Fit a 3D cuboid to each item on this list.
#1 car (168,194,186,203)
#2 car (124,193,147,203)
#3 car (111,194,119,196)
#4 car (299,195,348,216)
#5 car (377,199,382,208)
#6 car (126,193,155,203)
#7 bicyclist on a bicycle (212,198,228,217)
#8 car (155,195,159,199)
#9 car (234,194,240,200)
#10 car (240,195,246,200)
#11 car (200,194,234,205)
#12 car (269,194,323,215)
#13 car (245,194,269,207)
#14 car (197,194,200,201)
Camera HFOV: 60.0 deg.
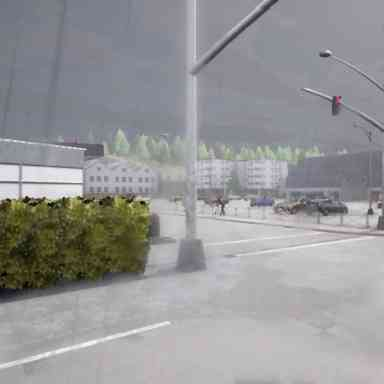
[{"bbox_3d":[-2.425,1.097,65.434,4.605,1.855,1.932,0,0,-35],"label":"car"},{"bbox_3d":[-10.758,1.077,63.628,3.866,1.878,1.905,0,0,-35],"label":"car"},{"bbox_3d":[-19.743,1.333,84.931,4.902,1.511,2.128,0,0,-35],"label":"car"},{"bbox_3d":[12.124,1.339,29.942,4.514,1.523,2.007,0,0,-35],"label":"car"},{"bbox_3d":[25.679,1.384,43.044,3.806,1.475,1.970,0,0,-35],"label":"car"},{"bbox_3d":[-9.357,1.361,60.551,3.806,1.475,1.970,0,0,-35],"label":"car"},{"bbox_3d":[2.365,1.300,28.018,1.656,1.620,0.582,0,0,-35],"label":"bicyclist on a bicycle"},{"bbox_3d":[-11.327,1.286,90.768,5.008,1.535,1.882,0,0,-35],"label":"car"},{"bbox_3d":[9.691,1.231,77.884,3.806,1.475,1.970,0,0,-35],"label":"car"},{"bbox_3d":[13.628,1.153,72.806,5.027,1.636,2.152,0,0,-35],"label":"car"},{"bbox_3d":[4.119,1.298,54.811,4.514,1.523,2.007,0,0,-35],"label":"car"},{"bbox_3d":[10.286,1.330,32.485,5.027,1.636,2.152,0,0,-35],"label":"car"},{"bbox_3d":[9.802,1.319,46.591,3.633,1.501,1.845,0,0,-35],"label":"car"},{"bbox_3d":[1.814,1.297,76.855,4.514,1.523,2.007,0,0,-35],"label":"car"}]
